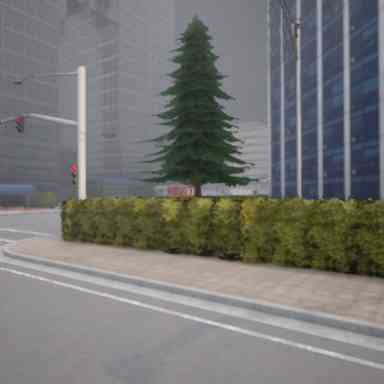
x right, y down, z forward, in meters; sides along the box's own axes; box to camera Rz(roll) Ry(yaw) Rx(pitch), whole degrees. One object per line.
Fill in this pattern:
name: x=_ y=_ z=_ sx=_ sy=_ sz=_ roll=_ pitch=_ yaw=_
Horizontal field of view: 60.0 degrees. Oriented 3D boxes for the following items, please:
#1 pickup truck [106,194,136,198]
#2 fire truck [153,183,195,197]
pickup truck: x=-12.881 y=1.394 z=59.829 sx=6.274 sy=2.098 sz=2.390 roll=0 pitch=0 yaw=-24
fire truck: x=-2.366 y=0.572 z=51.997 sx=2.891 sy=3.827 sz=8.468 roll=-1 pitch=0 yaw=35
